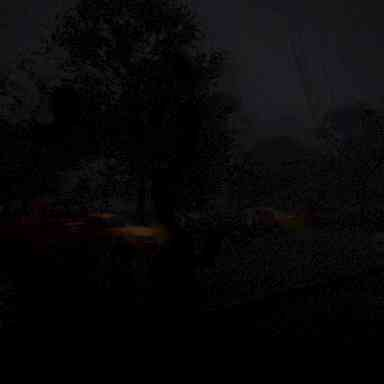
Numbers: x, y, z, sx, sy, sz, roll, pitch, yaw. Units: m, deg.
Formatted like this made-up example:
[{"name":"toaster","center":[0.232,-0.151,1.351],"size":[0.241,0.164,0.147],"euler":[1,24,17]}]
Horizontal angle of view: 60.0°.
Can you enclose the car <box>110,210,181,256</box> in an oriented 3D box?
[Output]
[{"name":"car","center":[-3.289,1.545,13.550],"size":[5.366,1.575,1.946],"euler":[-1,-1,34]}]

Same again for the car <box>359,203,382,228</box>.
[{"name":"car","center":[10.865,1.735,24.247],"size":[4.792,1.488,2.163],"euler":[-1,-1,33]}]

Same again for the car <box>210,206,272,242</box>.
[{"name":"car","center":[1.379,1.476,17.129],"size":[4.553,1.767,2.185],"euler":[-1,-1,34]}]

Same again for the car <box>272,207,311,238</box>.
[{"name":"car","center":[3.745,1.628,18.899],"size":[5.008,1.535,2.097],"euler":[-1,-1,34]}]

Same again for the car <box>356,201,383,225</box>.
[{"name":"car","center":[13.182,1.732,26.065],"size":[5.008,1.535,2.097],"euler":[-1,-1,32]}]

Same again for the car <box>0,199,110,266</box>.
[{"name":"car","center":[-5.881,1.273,11.929],"size":[5.566,2.045,2.435],"euler":[-1,-1,34]}]

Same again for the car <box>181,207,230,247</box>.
[{"name":"car","center":[-1.038,1.577,15.388],"size":[4.892,1.521,2.231],"euler":[-1,-1,34]}]

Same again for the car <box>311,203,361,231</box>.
[{"name":"car","center":[8.450,1.710,22.476],"size":[4.792,1.488,2.163],"euler":[-1,-1,33]}]
